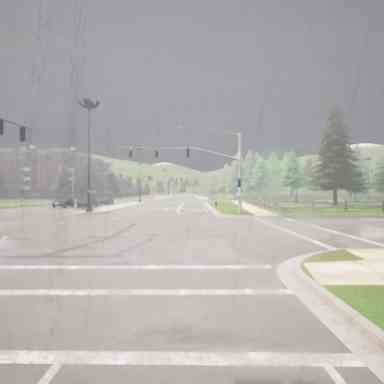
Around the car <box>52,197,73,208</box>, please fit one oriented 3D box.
[{"bbox_3d":[-18.492,1.508,47.907,2.128,1.511,4.902,0,0,0],"label":"car"}]

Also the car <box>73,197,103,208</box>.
[{"bbox_3d":[-14.988,1.564,48.291,2.033,1.411,5.357,0,0,0],"label":"car"}]

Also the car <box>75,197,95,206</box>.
[{"bbox_3d":[-18.487,1.584,57.660,1.994,1.385,4.181,0,0,0],"label":"car"}]

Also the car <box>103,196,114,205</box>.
[{"bbox_3d":[-14.987,1.525,58.373,1.837,1.490,4.892,0,0,0],"label":"car"}]
